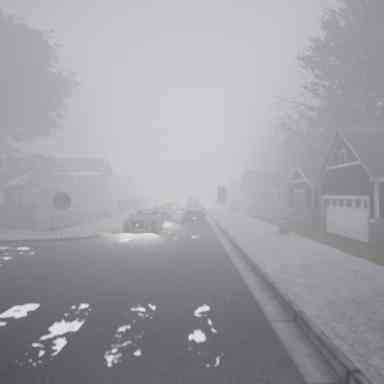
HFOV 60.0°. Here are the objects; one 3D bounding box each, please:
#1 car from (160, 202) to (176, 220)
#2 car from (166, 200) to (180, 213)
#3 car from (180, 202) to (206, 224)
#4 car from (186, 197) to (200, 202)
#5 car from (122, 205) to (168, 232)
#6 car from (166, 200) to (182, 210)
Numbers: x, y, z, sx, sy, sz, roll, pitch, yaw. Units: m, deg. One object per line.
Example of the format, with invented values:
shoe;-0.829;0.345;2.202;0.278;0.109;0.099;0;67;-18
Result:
car;-2.831;1.915;31.675;1.895;1.301;4.718;0;-1;0
car;-2.829;1.893;41.509;1.882;1.535;5.008;0;-1;0
car;0.158;1.795;27.174;1.812;1.442;4.674;0;-1;0
car;0.129;1.783;54.287;2.150;2.045;5.566;0;0;0
car;-3.044;1.777;21.504;1.994;1.385;4.181;0;-1;5
car;-2.786;2.023;51.947;2.128;1.511;4.902;0;-1;0
